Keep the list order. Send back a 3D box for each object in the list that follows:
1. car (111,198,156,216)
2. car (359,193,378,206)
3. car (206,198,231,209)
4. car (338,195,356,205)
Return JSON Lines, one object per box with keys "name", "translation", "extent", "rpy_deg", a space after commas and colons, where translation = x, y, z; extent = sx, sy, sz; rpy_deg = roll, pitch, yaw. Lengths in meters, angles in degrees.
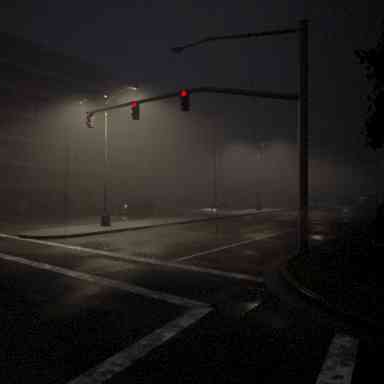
{"name": "car", "translation": [-5.672, 1.351, 32.477], "extent": [2.097, 1.767, 4.553], "rpy_deg": [0, 0, 36]}
{"name": "car", "translation": [28.732, 1.221, 54.038], "extent": [2.150, 2.045, 5.566], "rpy_deg": [0, 0, 36]}
{"name": "car", "translation": [3.610, 1.564, 45.259], "extent": [1.994, 1.385, 4.181], "rpy_deg": [0, 0, 36]}
{"name": "car", "translation": [26.667, 1.352, 57.152], "extent": [2.097, 1.767, 4.553], "rpy_deg": [0, 0, 36]}
